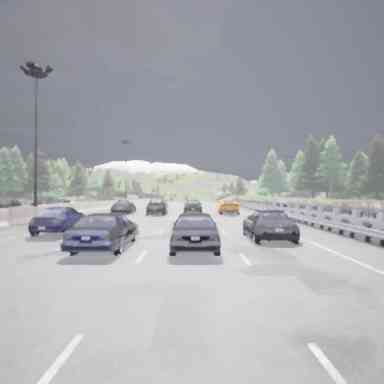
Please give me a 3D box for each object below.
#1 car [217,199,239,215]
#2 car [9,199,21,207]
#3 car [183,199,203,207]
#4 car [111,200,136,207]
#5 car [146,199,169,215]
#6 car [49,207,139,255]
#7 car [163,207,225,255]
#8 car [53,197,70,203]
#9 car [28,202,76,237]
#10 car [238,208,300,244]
[{"bbox_3d":[3.616,1.441,33.866,1.882,1.535,5.008,0,0,0],"label":"car"},{"bbox_3d":[-24.555,1.604,44.433,1.994,1.385,4.181,0,-1,0],"label":"car"},{"bbox_3d":[0.102,1.490,34.026,1.812,1.442,4.674,0,0,0],"label":"car"},{"bbox_3d":[-6.884,1.528,33.686,1.994,1.385,4.181,0,0,0],"label":"car"},{"bbox_3d":[-3.384,1.453,32.904,2.128,1.511,4.902,0,0,0],"label":"car"},{"bbox_3d":[-3.392,1.523,13.136,2.033,1.411,5.357,0,0,0],"label":"car"},{"bbox_3d":[0.107,1.523,13.110,2.033,1.411,5.357,0,0,0],"label":"car"},{"bbox_3d":[-17.563,1.524,43.757,2.128,1.511,4.902,0,0,0],"label":"car"},{"bbox_3d":[-6.907,1.494,17.583,1.812,1.442,4.674,0,0,0],"label":"car"},{"bbox_3d":[3.608,1.534,15.750,1.994,1.385,4.181,0,0,0],"label":"car"}]
